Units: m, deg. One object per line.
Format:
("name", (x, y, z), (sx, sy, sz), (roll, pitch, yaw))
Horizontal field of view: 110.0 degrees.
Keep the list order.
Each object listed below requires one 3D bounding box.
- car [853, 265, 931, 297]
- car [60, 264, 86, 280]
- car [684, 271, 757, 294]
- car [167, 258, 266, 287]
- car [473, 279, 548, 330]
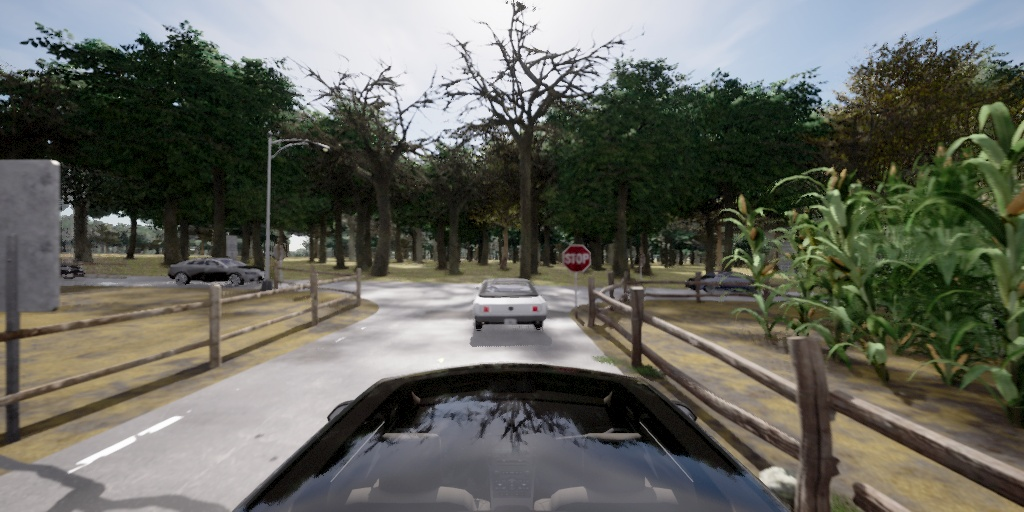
("car", (24.490, 1.563, 22.872), (5.566, 2.045, 2.150), (2, 0, 0))
("car", (-27.436, 0.656, 20.075), (5.357, 1.411, 2.033), (1, 0, 0))
("car", (13.375, 1.641, 22.908), (4.181, 1.385, 1.994), (1, 0, 0))
("car", (-16.267, 0.866, 20.042), (4.902, 1.511, 2.128), (1, 0, 0))
("car", (-0.180, 1.340, 11.085), (1.895, 1.301, 4.718), (0, 0, -4))
